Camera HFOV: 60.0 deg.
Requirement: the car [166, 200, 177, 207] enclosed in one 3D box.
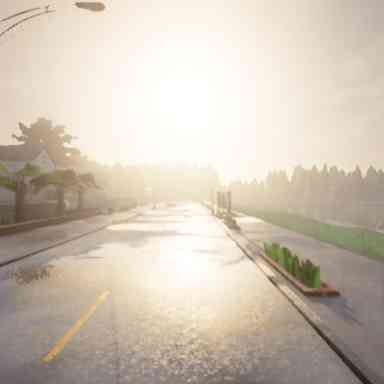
[{"bbox_3d":[-4.002,2.265,65.662,2.033,1.411,5.357,0,-1,0],"label":"car"}]
